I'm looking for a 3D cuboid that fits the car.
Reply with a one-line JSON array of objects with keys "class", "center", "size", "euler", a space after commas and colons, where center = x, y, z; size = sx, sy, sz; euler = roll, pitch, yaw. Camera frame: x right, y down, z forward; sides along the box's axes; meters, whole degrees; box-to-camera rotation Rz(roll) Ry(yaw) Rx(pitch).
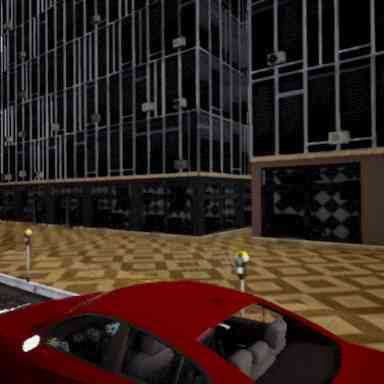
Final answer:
[{"class": "car", "center": [-0.388, 1.563, 3.155], "size": [4.507, 1.381, 1.887], "euler": [-1, 0, 36]}]
